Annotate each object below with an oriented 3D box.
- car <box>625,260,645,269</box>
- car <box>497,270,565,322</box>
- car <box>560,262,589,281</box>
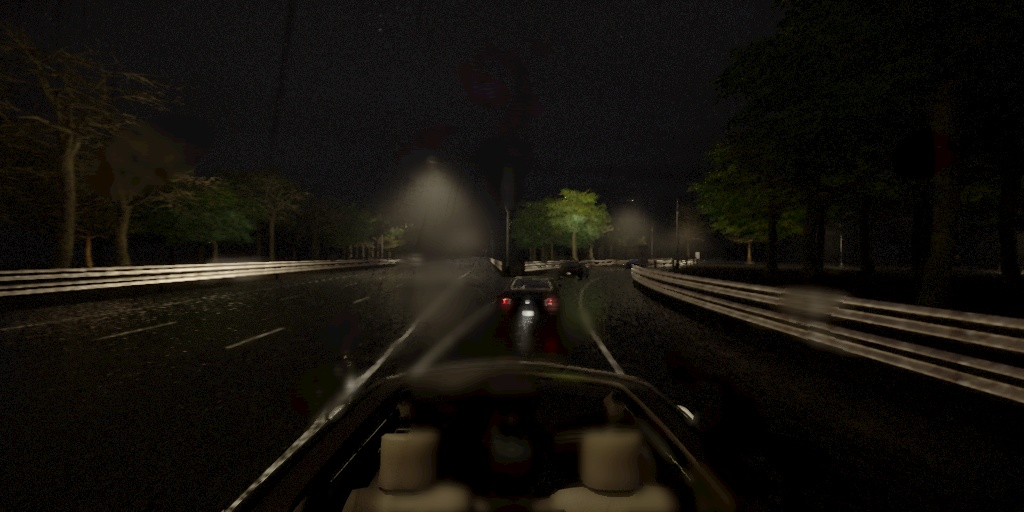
[{"bbox_3d":[18.620,1.294,54.070,1.812,1.442,4.674,0,0,38],"label":"car"},{"bbox_3d":[0.773,1.344,12.391,1.895,1.301,4.718,0,0,8],"label":"car"},{"bbox_3d":[5.372,1.245,30.588,1.882,1.535,5.008,0,0,20],"label":"car"}]
